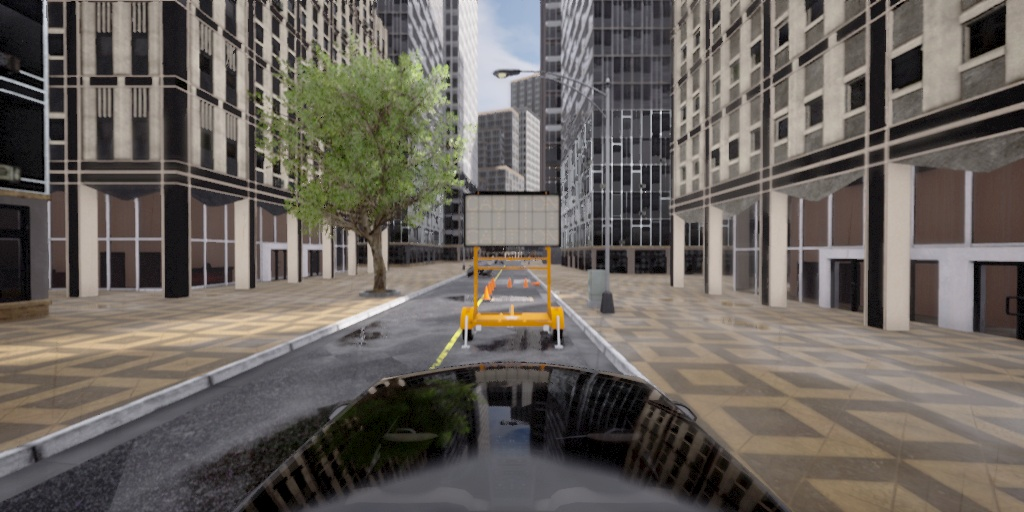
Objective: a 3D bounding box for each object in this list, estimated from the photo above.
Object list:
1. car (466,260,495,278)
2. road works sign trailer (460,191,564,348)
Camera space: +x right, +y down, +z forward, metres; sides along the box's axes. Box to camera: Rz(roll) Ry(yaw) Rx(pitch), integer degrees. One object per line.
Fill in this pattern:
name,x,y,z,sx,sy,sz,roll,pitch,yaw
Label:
car,-2.813,1.188,31.567,1.994,1.385,4.181,0,0,0
road works sign trailer,0.010,0.179,9.082,2.380,3.560,2.880,0,0,0
